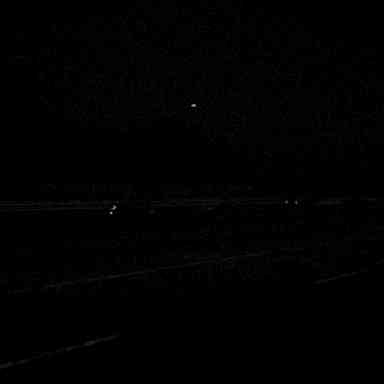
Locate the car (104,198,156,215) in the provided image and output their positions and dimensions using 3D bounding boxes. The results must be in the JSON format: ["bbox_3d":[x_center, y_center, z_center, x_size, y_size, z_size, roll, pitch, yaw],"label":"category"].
[{"bbox_3d":[-5.616,1.343,30.079,4.553,1.767,2.097,0,0,-35],"label":"car"}]

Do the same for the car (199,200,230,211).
[{"bbox_3d":[2.843,1.512,31.812,4.674,1.442,1.812,0,0,-35],"label":"car"}]

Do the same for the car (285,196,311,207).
[{"bbox_3d":[14.483,1.342,44.310,4.553,1.767,2.097,0,0,-35],"label":"car"}]

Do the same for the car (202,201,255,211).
[{"bbox_3d":[3.146,1.554,23.433,4.181,1.385,1.994,0,0,-35],"label":"car"}]

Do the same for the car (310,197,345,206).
[{"bbox_3d":[17.493,1.556,42.146,4.674,1.442,1.812,0,0,-36],"label":"car"}]

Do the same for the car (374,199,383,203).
[{"bbox_3d":[21.346,1.510,36.299,4.892,1.490,1.837,1,0,-35],"label":"car"}]
